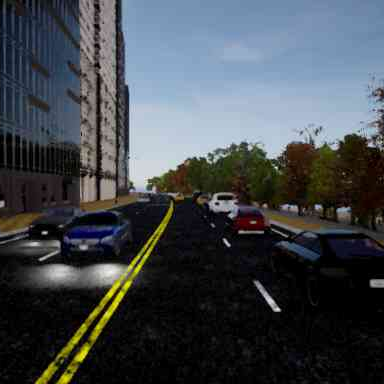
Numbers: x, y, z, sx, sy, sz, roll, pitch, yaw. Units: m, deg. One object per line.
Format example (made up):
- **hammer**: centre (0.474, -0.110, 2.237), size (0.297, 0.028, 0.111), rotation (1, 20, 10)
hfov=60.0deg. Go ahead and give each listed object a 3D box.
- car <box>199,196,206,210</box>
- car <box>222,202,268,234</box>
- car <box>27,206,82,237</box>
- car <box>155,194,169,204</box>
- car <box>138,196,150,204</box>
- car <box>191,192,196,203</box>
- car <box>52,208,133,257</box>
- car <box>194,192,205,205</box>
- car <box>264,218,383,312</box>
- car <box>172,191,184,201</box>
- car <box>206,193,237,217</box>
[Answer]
- **car**: centre (2.330, 1.446, 40.925), size (1.895, 1.301, 4.718), rotation (0, 0, -3)
- **car**: centre (3.048, 1.496, 18.794), size (1.994, 1.385, 4.181), rotation (0, 0, -1)
- **car**: centre (-6.796, 1.488, 17.916), size (2.033, 1.411, 5.357), rotation (0, 0, -1)
- **car**: centre (-5.014, 1.140, 55.810), size (2.097, 1.767, 4.553), rotation (0, 0, -3)
- **car**: centre (-8.414, 1.381, 58.253), size (1.895, 1.301, 4.718), rotation (0, 0, -3)
- **car**: centre (1.097, 0.973, 63.002), size (2.150, 2.045, 5.566), rotation (0, 0, -4)
- **car**: centre (-3.464, 1.483, 12.861), size (1.812, 1.442, 4.674), rotation (0, 0, -1)
- **car**: centre (1.769, 1.255, 52.127), size (1.801, 1.575, 5.366), rotation (0, 0, -3)
- **car**: centre (3.214, 1.536, 7.738), size (1.994, 1.385, 4.181), rotation (0, 0, -1)
- **car**: centre (-2.771, 1.180, 71.526), size (1.882, 1.535, 5.008), rotation (0, 0, -4)
- **car**: centre (2.753, 1.111, 29.875), size (2.150, 2.045, 5.566), rotation (0, 0, -2)
